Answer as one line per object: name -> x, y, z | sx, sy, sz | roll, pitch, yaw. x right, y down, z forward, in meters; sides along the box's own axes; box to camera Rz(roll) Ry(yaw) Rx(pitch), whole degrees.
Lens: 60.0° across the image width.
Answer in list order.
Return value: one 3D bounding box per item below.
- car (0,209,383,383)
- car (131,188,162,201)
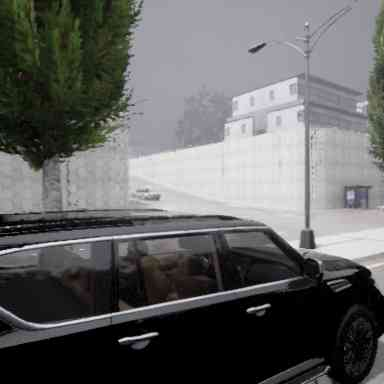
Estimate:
car -> -0.113, 1.213, 3.666 | 5.566, 2.045, 2.150 | 0, 0, -35
car -> -5.564, 0.269, 40.359 | 1.895, 1.301, 4.718 | 1, 4, -35
